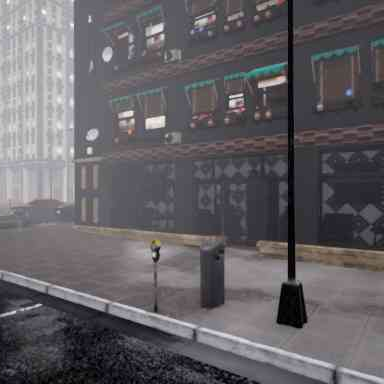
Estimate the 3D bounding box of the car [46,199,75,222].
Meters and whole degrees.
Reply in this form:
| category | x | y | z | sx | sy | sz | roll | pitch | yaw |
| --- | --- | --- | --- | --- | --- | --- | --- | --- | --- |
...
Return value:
| category | x | y | z | sx | sy | sz | roll | pitch | yaw |
| --- | --- | --- | --- | --- | --- | --- | --- | --- | --- |
| car | -7.273 | 1.277 | 22.840 | 1.947 | 1.339 | 4.313 | 1 | 1 | 35 |

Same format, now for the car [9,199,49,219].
| category | x | y | z | sx | sy | sz | roll | pitch | yaw |
| --- | --- | --- | --- | --- | --- | --- | --- | --- | --- |
| car | -11.911 | 1.259 | 26.331 | 1.812 | 1.442 | 4.674 | 0 | 1 | 35 |
